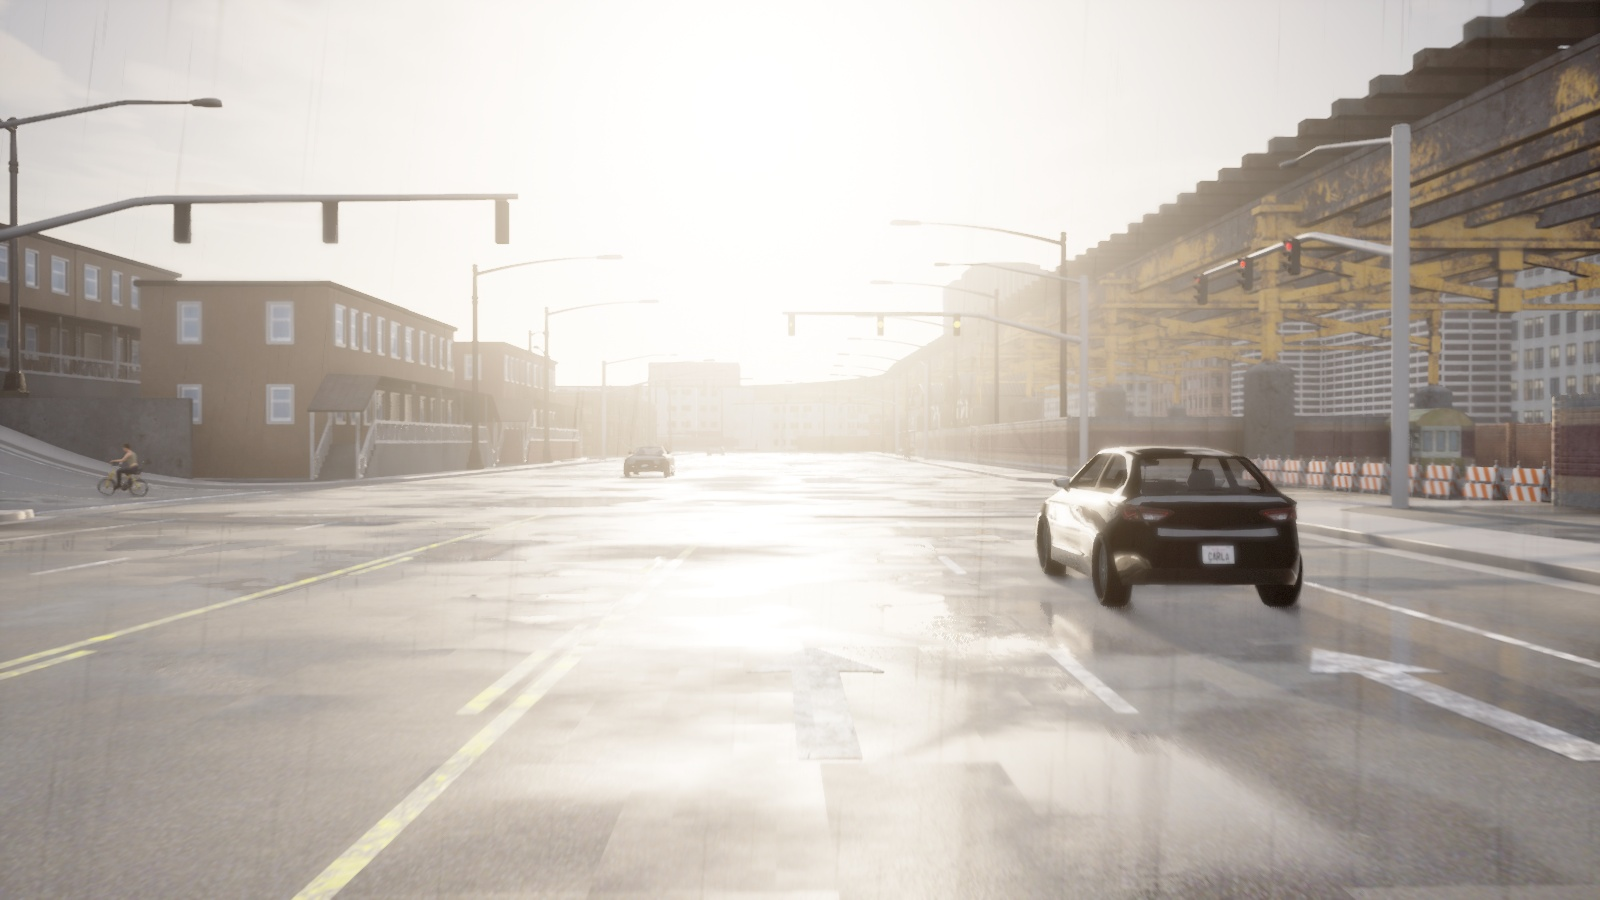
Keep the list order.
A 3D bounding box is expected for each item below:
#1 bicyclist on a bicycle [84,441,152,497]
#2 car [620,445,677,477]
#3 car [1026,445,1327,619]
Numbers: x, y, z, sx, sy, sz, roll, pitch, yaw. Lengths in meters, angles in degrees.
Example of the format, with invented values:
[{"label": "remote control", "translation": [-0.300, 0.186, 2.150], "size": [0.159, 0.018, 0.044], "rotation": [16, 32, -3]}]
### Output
[{"label": "bicyclist on a bicycle", "translation": [-20.434, 0.564, 37.661], "size": [1.509, 1.612, 0.866], "rotation": [3, 0, -1]}, {"label": "car", "translation": [-6.726, 0.477, 56.185], "size": [1.994, 1.385, 4.181], "rotation": [0, 0, 0]}, {"label": "car", "translation": [3.574, 0.688, 12.759], "size": [1.816, 1.474, 4.193], "rotation": [0, 0, 0]}]
